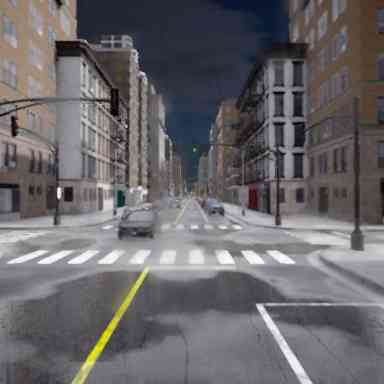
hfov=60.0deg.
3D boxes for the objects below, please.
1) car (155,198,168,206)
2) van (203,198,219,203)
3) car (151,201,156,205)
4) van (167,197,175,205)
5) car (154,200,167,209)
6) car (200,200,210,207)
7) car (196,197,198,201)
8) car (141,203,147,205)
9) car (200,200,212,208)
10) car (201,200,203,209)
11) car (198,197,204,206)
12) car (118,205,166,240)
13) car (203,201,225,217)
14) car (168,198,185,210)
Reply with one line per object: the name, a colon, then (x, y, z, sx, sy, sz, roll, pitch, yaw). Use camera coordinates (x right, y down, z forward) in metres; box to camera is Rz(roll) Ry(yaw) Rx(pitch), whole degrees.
car: (-5.411, 2.031, 52.957, 1.967, 1.590, 4.097, 0, -1, 0)
van: (2.640, 1.811, 42.148, 1.690, 1.788, 3.998, 0, -1, 0)
car: (-5.396, 1.934, 36.569, 1.752, 1.417, 4.829, 0, -1, 0)
van: (-5.442, 2.294, 85.393, 1.690, 1.788, 3.998, 0, -1, 0)
car: (-5.416, 2.174, 58.192, 1.752, 1.417, 4.829, 0, -1, 0)
car: (2.646, 2.322, 69.175, 2.008, 1.369, 4.403, 0, -1, 0)
car: (2.651, 2.557, 90.799, 1.887, 1.381, 4.507, 0, -1, 0)
car: (-5.390, 1.901, 31.332, 2.008, 1.369, 4.403, 0, -1, 0)
car: (2.645, 2.277, 63.769, 1.947, 1.339, 4.313, 0, -1, 0)
car: (2.641, 2.112, 47.551, 1.802, 1.307, 4.206, 0, -1, 0)
car: (2.644, 1.966, 58.366, 2.192, 1.841, 5.009, 0, -1, 0)
car: (-2.748, 1.714, 18.332, 1.882, 1.535, 5.008, 0, -1, 0)
car: (2.639, 1.961, 36.739, 2.008, 1.369, 4.403, 0, -1, 0)
car: (-2.753, 2.140, 54.404, 2.128, 1.511, 4.902, 0, 0, 0)
